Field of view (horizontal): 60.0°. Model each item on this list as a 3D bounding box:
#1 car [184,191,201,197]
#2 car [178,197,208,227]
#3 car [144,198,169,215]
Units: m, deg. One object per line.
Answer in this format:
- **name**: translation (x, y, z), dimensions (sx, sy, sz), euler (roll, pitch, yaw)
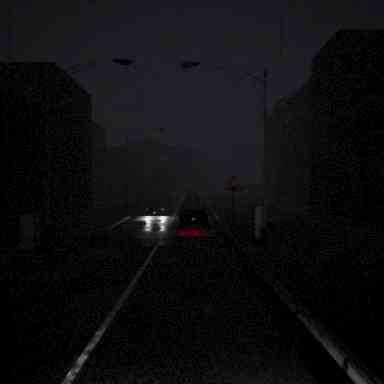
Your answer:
- **car**: translation (0.052, 0.553, 41.573), dimensions (2.128, 1.511, 4.902), euler (0, 3, 0)
- **car**: translation (0.080, 1.427, 22.761), dimensions (1.882, 1.535, 5.008), euler (0, 2, 0)
- **car**: translation (-3.108, 1.228, 30.152), dimensions (2.033, 1.411, 5.357), euler (0, 3, 0)
